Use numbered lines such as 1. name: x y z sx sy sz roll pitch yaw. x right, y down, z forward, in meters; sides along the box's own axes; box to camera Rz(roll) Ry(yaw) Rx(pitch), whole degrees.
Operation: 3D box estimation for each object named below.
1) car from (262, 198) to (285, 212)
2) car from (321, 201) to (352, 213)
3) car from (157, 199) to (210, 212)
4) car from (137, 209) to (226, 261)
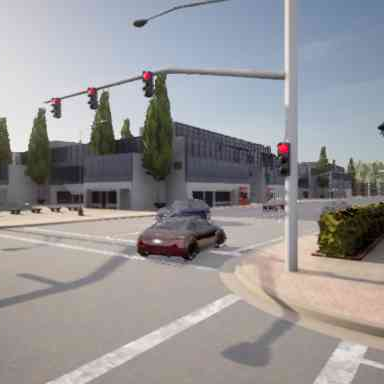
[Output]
1. car: 9.660 1.433 37.795 1.882 1.535 5.008 0 0 37
2. car: 13.670 1.510 31.183 2.033 1.411 5.357 0 0 37
3. car: -0.574 1.324 24.272 2.097 1.767 4.553 0 0 37
4. car: -0.249 1.549 12.468 1.994 1.385 4.181 0 0 25
